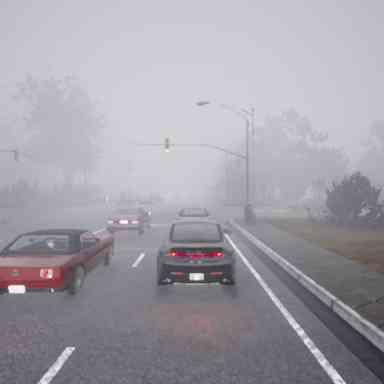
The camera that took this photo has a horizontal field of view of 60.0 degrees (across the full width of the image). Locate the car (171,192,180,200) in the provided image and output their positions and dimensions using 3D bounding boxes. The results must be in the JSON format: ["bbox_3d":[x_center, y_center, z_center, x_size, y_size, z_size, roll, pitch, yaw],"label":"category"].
[{"bbox_3d":[-4.057,0.988,84.526,2.097,1.767,4.553,0,1,-4],"label":"car"}]

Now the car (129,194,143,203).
[{"bbox_3d":[-10.611,1.277,63.533,1.882,1.535,5.008,0,0,0],"label":"car"}]

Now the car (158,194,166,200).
[{"bbox_3d":[-7.517,1.163,83.759,1.812,1.442,4.674,0,1,-3],"label":"car"}]

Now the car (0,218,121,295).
[{"bbox_3d":[-3.405,1.606,8.709,1.895,1.301,4.718,0,0,0],"label":"car"}]

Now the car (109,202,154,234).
[{"bbox_3d":[-3.458,1.519,18.922,2.033,1.411,5.357,0,0,-1],"label":"car"}]

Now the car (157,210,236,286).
[{"bbox_3d":[0.095,1.510,9.393,1.837,1.490,4.892,0,0,0],"label":"car"}]

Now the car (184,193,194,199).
[{"bbox_3d":[-0.585,1.171,85.076,1.994,1.385,4.181,0,1,-4],"label":"car"}]

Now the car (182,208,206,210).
[{"bbox_3d":[0.125,1.570,19.553,1.895,1.301,4.718,0,0,1],"label":"car"}]

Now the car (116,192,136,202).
[{"bbox_3d":[-10.636,1.066,53.647,2.150,2.045,5.566,0,0,0],"label":"car"}]

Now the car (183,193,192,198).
[{"bbox_3d":[-1.328,0.898,94.955,2.033,1.411,5.357,0,1,-7],"label":"car"}]

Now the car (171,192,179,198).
[{"bbox_3d":[-4.816,0.883,94.596,2.097,1.767,4.553,0,1,-7],"label":"car"}]

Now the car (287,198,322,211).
[{"bbox_3d":[13.702,1.448,38.156,5.357,1.411,2.033,0,0,0],"label":"car"}]

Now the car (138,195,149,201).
[{"bbox_3d":[-10.667,1.327,73.619,1.895,1.301,4.718,0,0,-1],"label":"car"}]

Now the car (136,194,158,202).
[{"bbox_3d":[-7.138,1.394,53.123,2.033,1.411,5.357,0,0,0],"label":"car"}]

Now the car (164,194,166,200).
[{"bbox_3d":[-7.162,1.211,73.489,1.882,1.535,5.008,0,0,-1],"label":"car"}]

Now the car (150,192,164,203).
[{"bbox_3d":[-7.102,1.022,63.300,2.150,2.045,5.566,0,0,-1],"label":"car"}]
